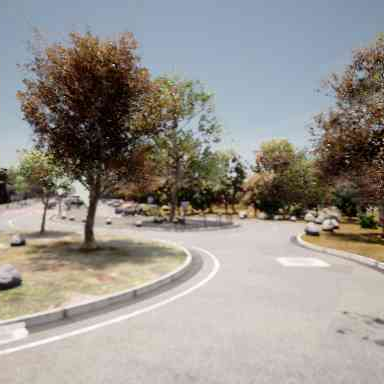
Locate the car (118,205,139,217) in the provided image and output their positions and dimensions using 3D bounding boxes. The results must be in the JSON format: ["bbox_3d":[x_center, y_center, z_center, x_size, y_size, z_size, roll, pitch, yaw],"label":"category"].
[{"bbox_3d":[-11.071,3.521,57.759,1.837,1.490,4.892,2,-2,-20],"label":"car"}]

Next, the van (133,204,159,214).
[{"bbox_3d":[-8.673,3.527,65.662,4.442,1.987,1.878,2,-1,-20],"label":"van"}]

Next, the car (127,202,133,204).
[{"bbox_3d":[-12.362,3.800,76.130,4.892,1.521,2.231,2,-1,-20],"label":"car"}]

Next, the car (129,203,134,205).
[{"bbox_3d":[-11.383,3.819,73.534,4.792,1.488,2.163,2,-1,-20],"label":"car"}]

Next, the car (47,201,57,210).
[{"bbox_3d":[-31.288,3.145,73.063,1.837,1.490,4.892,2,-1,-20],"label":"car"}]

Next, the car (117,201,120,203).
[{"bbox_3d":[-17.096,3.898,89.177,4.674,1.452,2.002,2,-1,-20],"label":"car"}]

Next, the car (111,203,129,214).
[{"bbox_3d":[-14.518,3.628,67.190,2.128,1.511,4.902,2,-1,-20],"label":"car"}]

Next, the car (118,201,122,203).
[{"bbox_3d":[-16.149,3.845,86.566,5.008,1.535,2.097,2,-1,-20],"label":"car"}]

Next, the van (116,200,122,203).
[{"bbox_3d":[-17.922,3.649,91.830,4.442,1.987,1.878,2,-1,-20],"label":"van"}]

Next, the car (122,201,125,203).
[{"bbox_3d":[-14.217,3.698,81.363,4.553,1.767,2.185,2,-1,-20],"label":"car"}]
